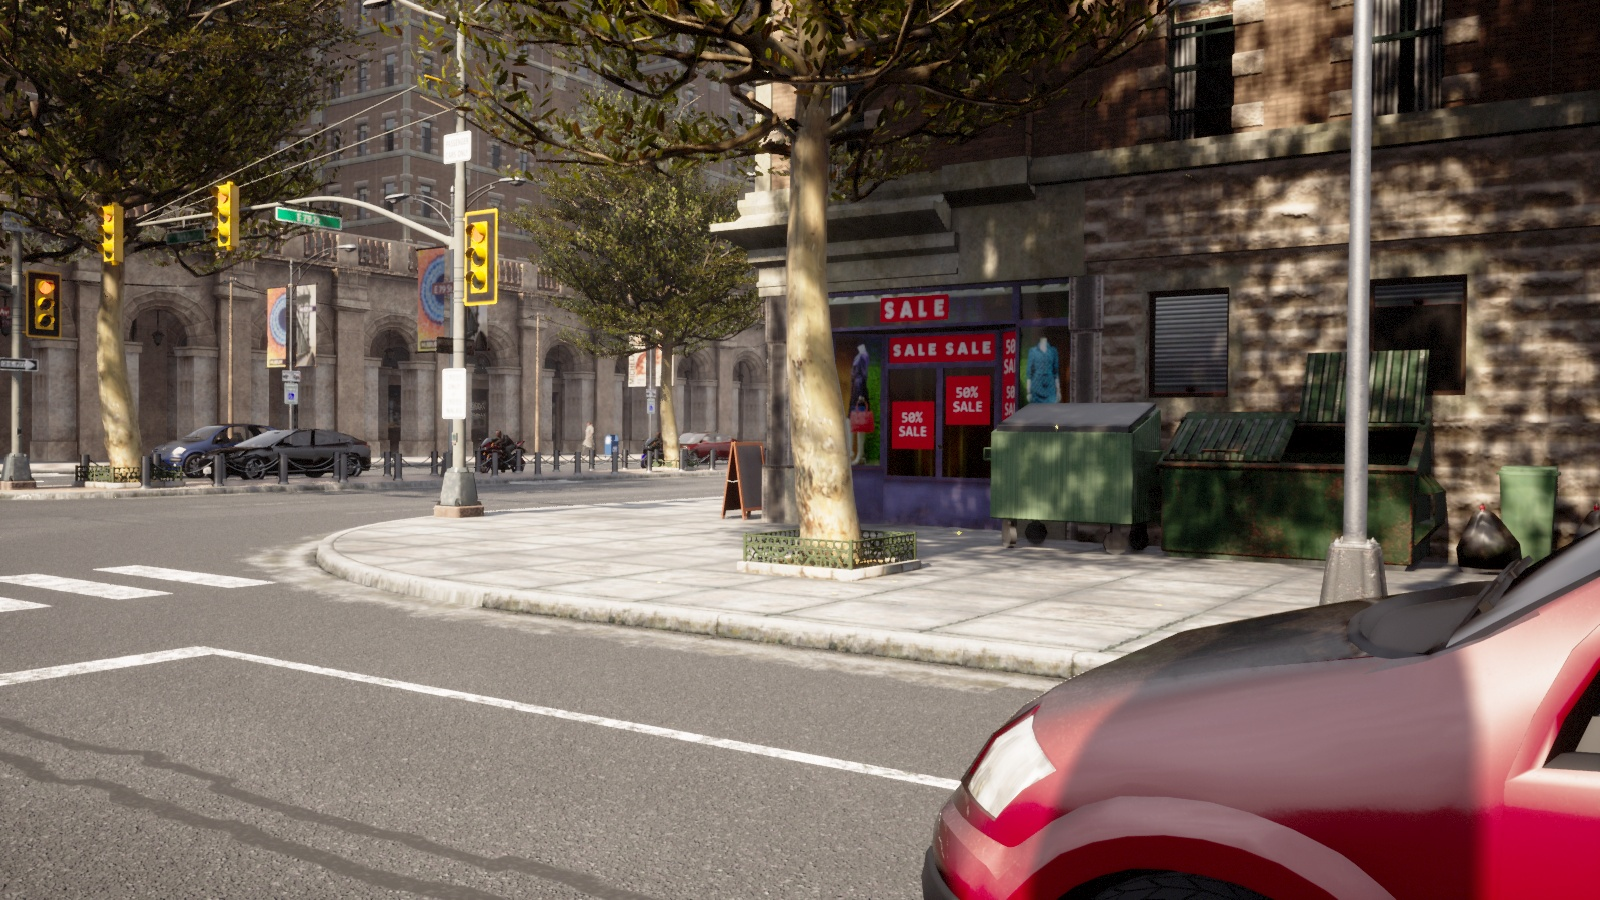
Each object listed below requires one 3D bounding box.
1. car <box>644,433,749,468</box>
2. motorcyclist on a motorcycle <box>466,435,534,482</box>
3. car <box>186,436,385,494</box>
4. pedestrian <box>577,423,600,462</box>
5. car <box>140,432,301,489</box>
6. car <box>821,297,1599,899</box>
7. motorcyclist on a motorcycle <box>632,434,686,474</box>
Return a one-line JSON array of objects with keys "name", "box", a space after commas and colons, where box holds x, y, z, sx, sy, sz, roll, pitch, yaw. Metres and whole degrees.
[{"name": "car", "box": [-4.623, -0.002, 56.732, 2.163, 1.488, 4.792, 0, 1, 34]}, {"name": "motorcyclist on a motorcycle", "box": [-10.093, 0.280, 42.330, 0.866, 1.530, 2.191, 0, 1, 34]}, {"name": "car", "box": [-14.508, 0.375, 35.676, 2.163, 1.488, 4.792, 0, 1, 35]}, {"name": "pedestrian", "box": [-10.653, -0.380, 63.284, 0.873, 1.952, 0.659, -1, 1, -41]}, {"name": "car", "box": [-17.354, 0.271, 37.773, 1.851, 1.617, 3.988, 0, 1, 35]}, {"name": "car", "box": [2.221, 0.580, 2.146, 3.988, 1.617, 1.851, 0, 1, 34]}, {"name": "motorcyclist on a motorcycle", "box": [-5.495, 0.145, 49.164, 0.866, 1.530, 2.191, 0, 1, 34]}]
